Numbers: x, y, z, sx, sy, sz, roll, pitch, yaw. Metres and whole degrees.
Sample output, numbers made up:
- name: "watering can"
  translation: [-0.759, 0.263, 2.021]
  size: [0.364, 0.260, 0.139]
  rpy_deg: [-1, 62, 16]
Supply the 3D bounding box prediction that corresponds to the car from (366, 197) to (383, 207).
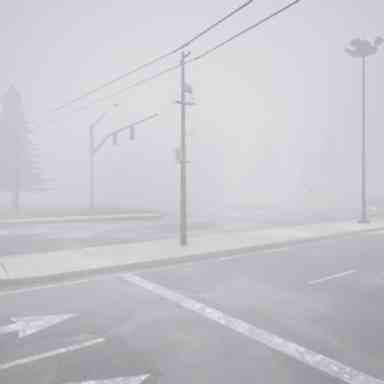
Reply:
- name: "car"
  translation: [26.021, 1.420, 46.725]
  size: [4.181, 1.385, 1.994]
  rpy_deg: [0, 0, -35]
